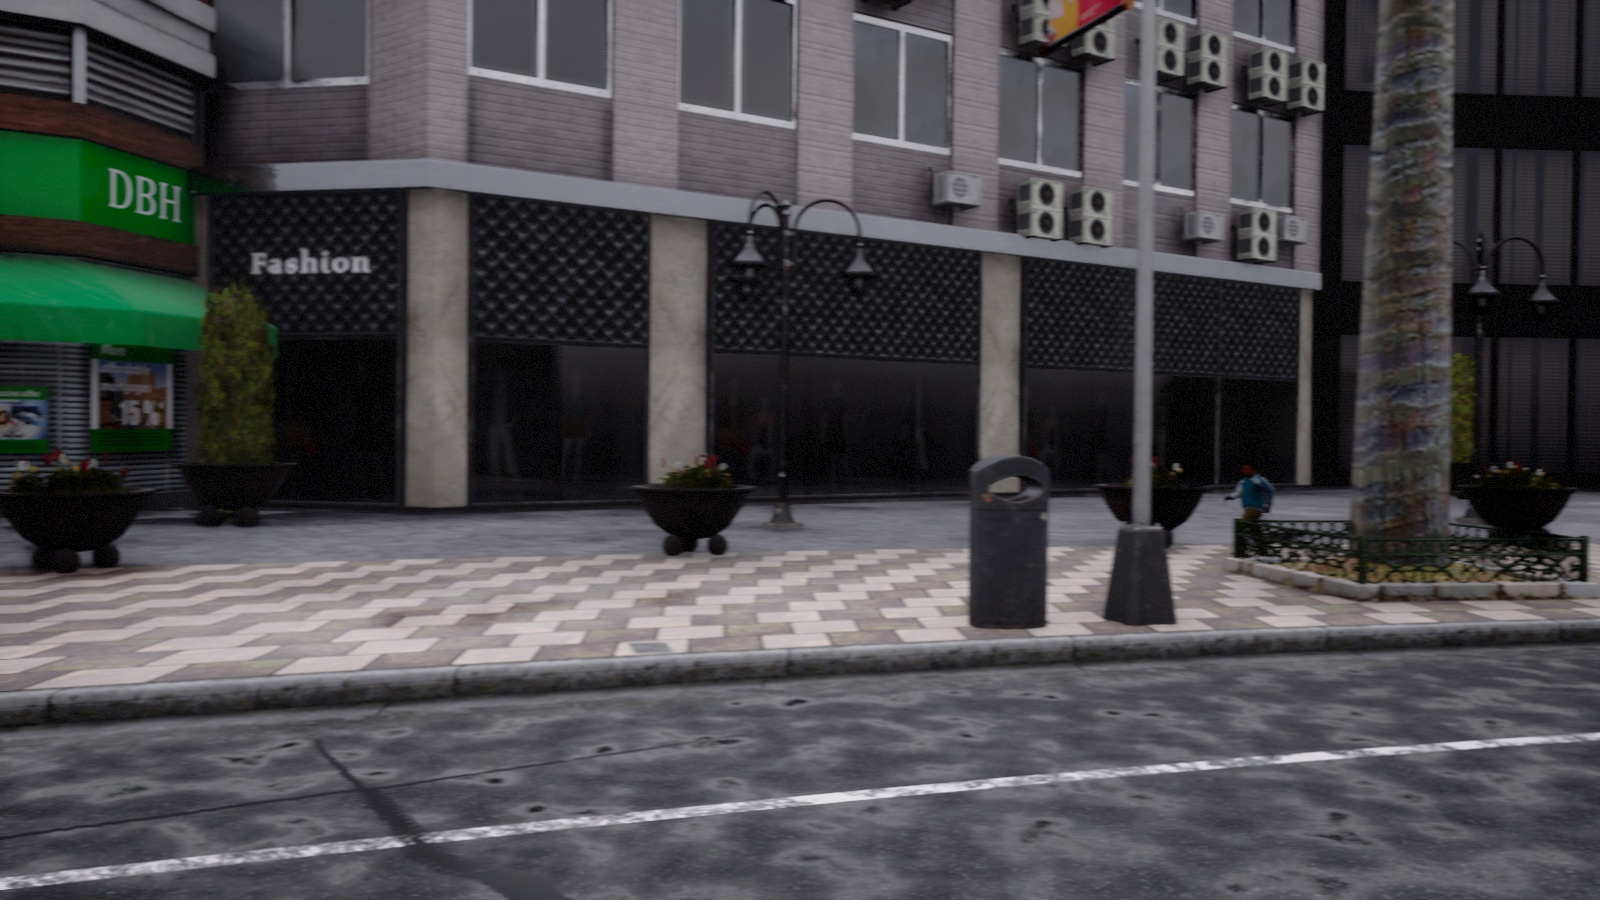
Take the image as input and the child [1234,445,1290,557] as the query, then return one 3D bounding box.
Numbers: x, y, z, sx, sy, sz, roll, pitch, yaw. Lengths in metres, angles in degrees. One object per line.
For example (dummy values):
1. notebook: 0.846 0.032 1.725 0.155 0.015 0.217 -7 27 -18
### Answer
1. child: 5.049 0.546 13.726 0.448 1.192 0.343 -1 1 -14
